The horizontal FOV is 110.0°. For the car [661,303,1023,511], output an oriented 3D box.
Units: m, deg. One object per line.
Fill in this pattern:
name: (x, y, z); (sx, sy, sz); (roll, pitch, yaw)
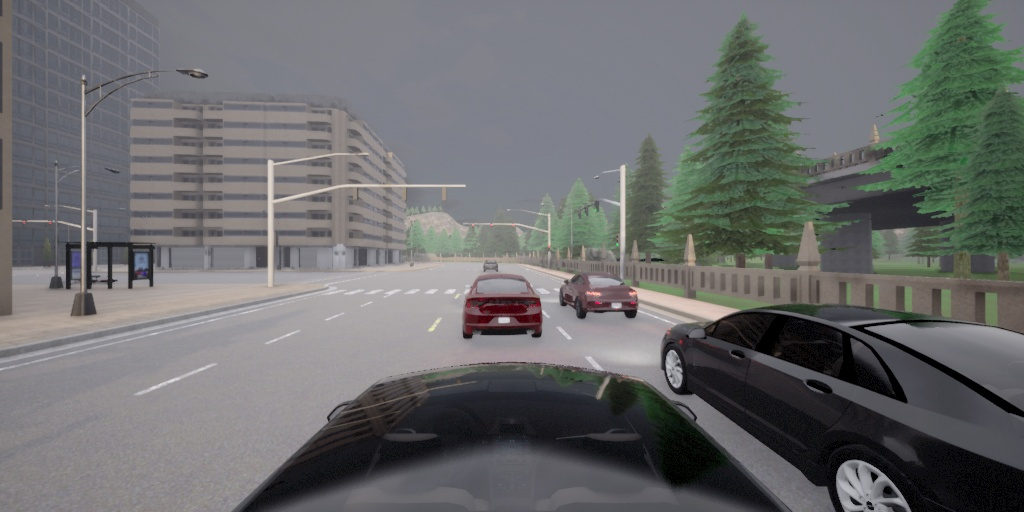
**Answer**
car: (3.258, 1.255, 3.746); (1.837, 1.490, 4.892); (0, 0, 0)

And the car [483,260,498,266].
car: (-2.716, 1.233, 45.907); (2.128, 1.511, 4.902); (0, 0, -4)

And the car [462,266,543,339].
car: (-0.340, 1.226, 10.161); (1.882, 1.535, 5.008); (0, 0, -4)

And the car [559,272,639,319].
car: (2.922, 1.273, 12.736); (1.812, 1.442, 4.674); (0, 0, -3)
